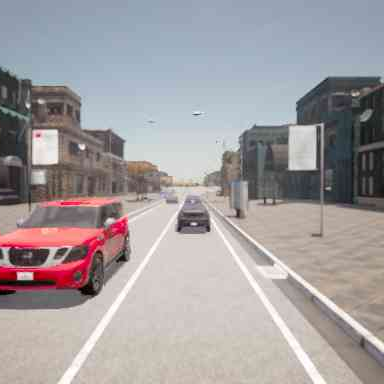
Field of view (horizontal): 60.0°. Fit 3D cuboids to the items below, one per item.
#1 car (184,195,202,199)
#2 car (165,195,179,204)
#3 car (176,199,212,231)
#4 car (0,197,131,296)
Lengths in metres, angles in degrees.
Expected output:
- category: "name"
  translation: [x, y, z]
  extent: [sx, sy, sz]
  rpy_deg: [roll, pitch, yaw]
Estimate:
- category: "car"
  translation: [0.113, 1.081, 39.075]
  extent: [2.097, 1.767, 4.553]
  rpy_deg: [0, 1, 0]
- category: "car"
  translation: [-3.042, 1.145, 51.698]
  extent: [2.033, 1.411, 5.357]
  rpy_deg: [0, 1, 1]
- category: "car"
  translation: [0.107, 1.418, 19.936]
  extent: [1.837, 1.490, 4.892]
  rpy_deg: [0, 0, 0]
- category: "car"
  translation: [-3.097, 1.198, 8.939]
  extent: [2.150, 2.045, 5.566]
  rpy_deg: [0, 0, 0]
